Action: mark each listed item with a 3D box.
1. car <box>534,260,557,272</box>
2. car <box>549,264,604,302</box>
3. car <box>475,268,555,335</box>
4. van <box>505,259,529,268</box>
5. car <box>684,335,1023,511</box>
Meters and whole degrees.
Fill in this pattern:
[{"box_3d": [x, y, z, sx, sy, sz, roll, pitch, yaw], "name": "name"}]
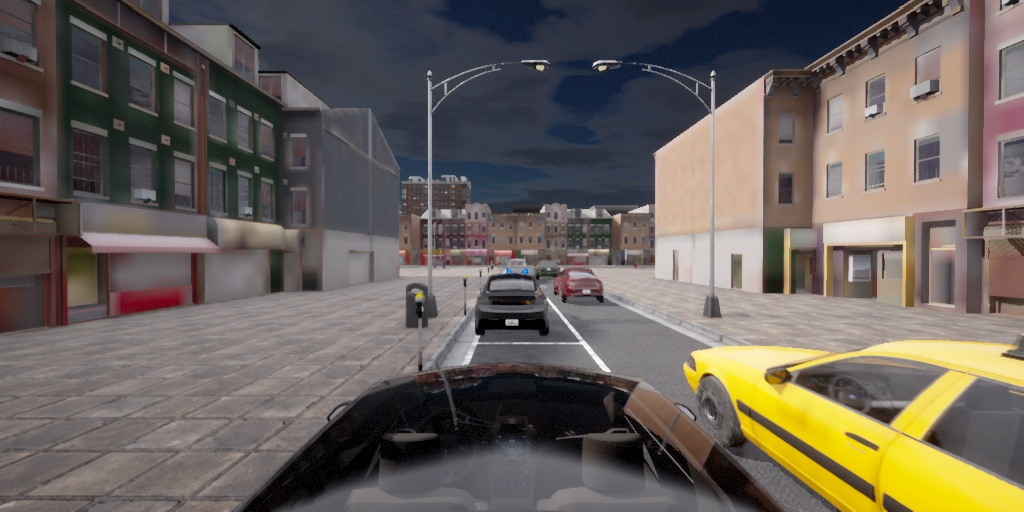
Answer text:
[{"box_3d": [3.024, 1.107, 31.542, 2.097, 1.767, 4.553, 0, 0, 0], "name": "car"}, {"box_3d": [3.027, 1.276, 16.858, 1.812, 1.442, 4.674, 0, 0, 0], "name": "car"}, {"box_3d": [0.000, 1.253, 10.501, 1.837, 1.490, 4.892, 0, 0, 0], "name": "car"}, {"box_3d": [0.382, 1.095, 27.349, 1.690, 1.789, 3.998, 0, 0, 0], "name": "van"}, {"box_3d": [3.020, 1.205, 2.239, 1.801, 1.575, 5.366, 0, 0, 0], "name": "car"}]
